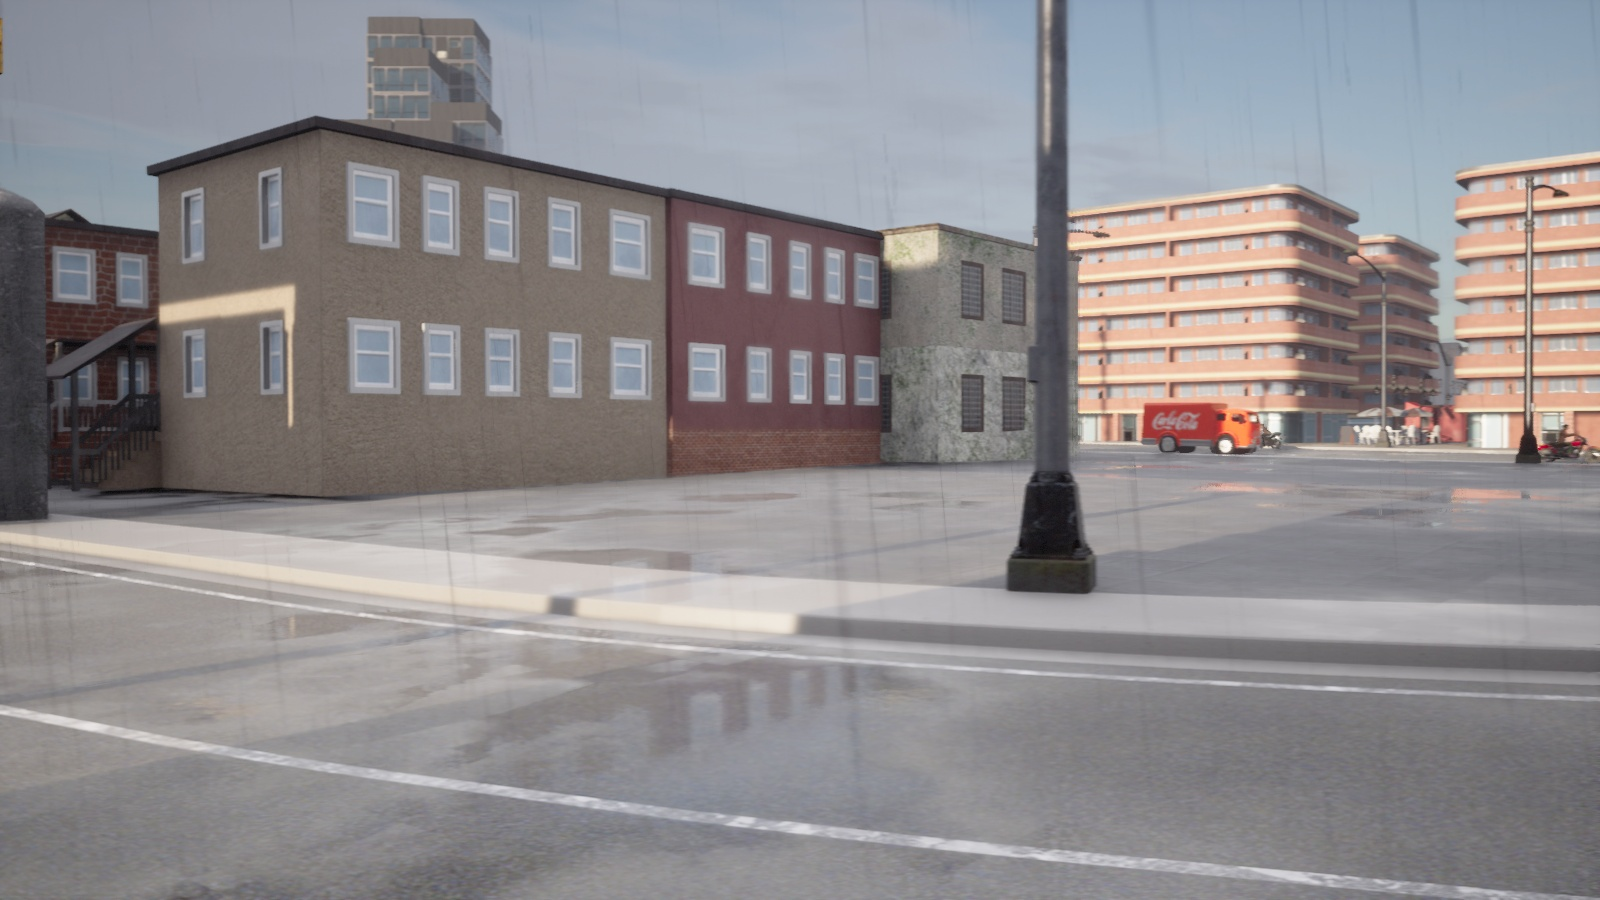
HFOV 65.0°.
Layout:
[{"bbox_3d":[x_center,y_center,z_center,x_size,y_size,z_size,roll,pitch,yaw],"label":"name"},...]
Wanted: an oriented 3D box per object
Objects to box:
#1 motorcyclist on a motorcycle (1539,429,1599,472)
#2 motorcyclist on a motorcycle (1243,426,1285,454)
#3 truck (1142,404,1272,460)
[{"bbox_3d":[30.818,0.006,49.896,2.350,1.649,0.766,2,2,39],"label":"motorcyclist on a motorcycle"},{"bbox_3d":[26.410,-0.582,71.465,2.044,1.523,0.797,2,2,39],"label":"motorcyclist on a motorcycle"},{"bbox_3d":[19.181,-0.869,59.301,5.204,2.467,2.627,2,2,39],"label":"truck"}]
